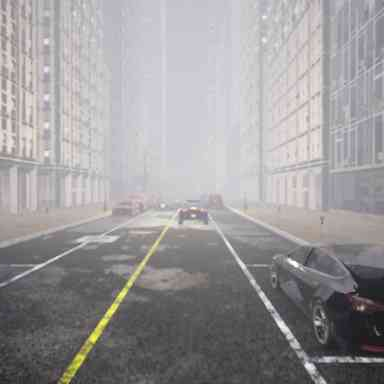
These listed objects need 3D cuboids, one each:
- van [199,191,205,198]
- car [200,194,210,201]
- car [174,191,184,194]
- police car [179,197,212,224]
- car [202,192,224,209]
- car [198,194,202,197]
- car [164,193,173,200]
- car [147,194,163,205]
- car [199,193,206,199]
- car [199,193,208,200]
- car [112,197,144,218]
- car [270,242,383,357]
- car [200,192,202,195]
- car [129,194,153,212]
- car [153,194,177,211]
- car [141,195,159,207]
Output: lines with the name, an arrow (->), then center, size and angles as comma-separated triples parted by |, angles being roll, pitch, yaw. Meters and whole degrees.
van -> 2.700, 0.769, 91.466 | 1.690, 1.788, 3.998 | 0, 0, 0
car -> 2.697, 1.119, 68.842 | 1.752, 1.417, 4.829 | 0, 0, 0
car -> -2.990, 0.634, 79.314 | 1.837, 1.490, 4.892 | 0, 0, 0
police car -> 0.099, 1.374, 23.818 | 2.038, 1.542, 4.974 | 0, 0, 0
car -> 2.692, 1.093, 40.179 | 2.192, 1.841, 5.009 | 0, 0, 0
car -> 0.104, 1.335, 41.345 | 1.994, 1.385, 4.181 | 0, 0, 0
car -> -5.683, 0.953, 80.074 | 1.967, 1.590, 4.097 | 0, 0, 0
car -> -5.687, 1.146, 51.581 | 1.967, 1.590, 4.097 | 0, 0, 0
car -> 2.700, 1.054, 85.769 | 1.802, 1.307, 4.206 | 0, 0, 0
car -> 2.698, 1.065, 80.072 | 2.008, 1.369, 4.403 | 0, 0, 0
car -> -5.690, 1.390, 28.788 | 1.887, 1.381, 4.507 | 0, 0, 0
car -> 2.687, 1.535, 5.991 | 1.947, 1.339, 4.313 | 0, 0, 0
car -> 2.693, 1.058, 45.878 | 2.192, 1.841, 5.009 | 0, 0, 0
car -> -5.690, 1.127, 34.485 | 2.192, 1.841, 5.009 | 0, 0, 0
car -> -3.089, 1.284, 37.802 | 2.128, 1.511, 4.902 | 0, 0, 0
car -> -5.687, 1.183, 45.882 | 1.967, 1.590, 4.097 | 0, 0, 0
